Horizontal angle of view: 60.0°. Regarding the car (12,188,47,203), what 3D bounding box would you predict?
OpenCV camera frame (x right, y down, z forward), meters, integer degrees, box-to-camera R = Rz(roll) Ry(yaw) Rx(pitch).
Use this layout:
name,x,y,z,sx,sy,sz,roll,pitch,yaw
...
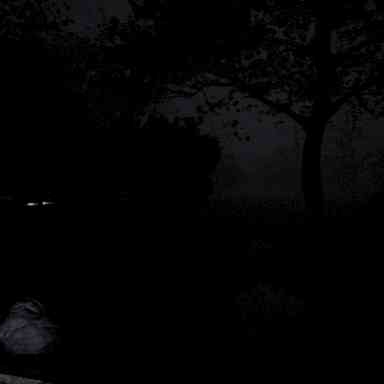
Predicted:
name,x,y,z,sx,sy,sz,roll,pitch,yaw
car,-19.938,0.593,40.275,4.181,1.385,1.994,2,3,37

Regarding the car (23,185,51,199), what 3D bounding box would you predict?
name,x,y,z,sx,sy,sz,roll,pitch,yaw
car,-21.967,0.063,45.598,5.566,2.045,2.150,1,1,23
